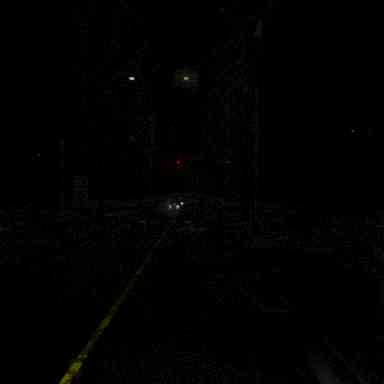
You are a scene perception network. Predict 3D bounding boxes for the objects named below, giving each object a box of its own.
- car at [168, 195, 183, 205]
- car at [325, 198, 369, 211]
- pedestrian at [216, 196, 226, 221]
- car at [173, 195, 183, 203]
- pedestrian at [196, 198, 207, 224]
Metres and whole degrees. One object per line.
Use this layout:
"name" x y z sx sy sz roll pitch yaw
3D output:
"car" -3.055 1.536 57.474 2.033 1.411 5.357 0 0 0
"car" 18.634 1.495 40.093 4.902 1.511 2.128 0 0 0
"pedestrian" 2.071 1.133 23.597 0.375 1.860 0.375 0 0 0
"car" -2.990 1.464 72.900 1.882 1.535 5.008 0 0 0
"pedestrian" 0.636 1.289 22.999 0.375 1.860 0.375 0 0 0
